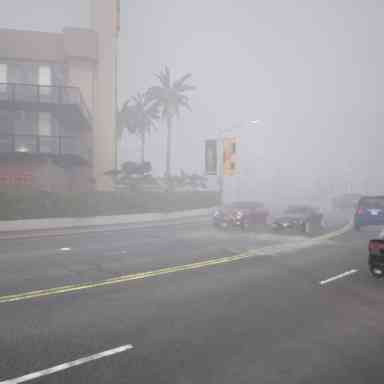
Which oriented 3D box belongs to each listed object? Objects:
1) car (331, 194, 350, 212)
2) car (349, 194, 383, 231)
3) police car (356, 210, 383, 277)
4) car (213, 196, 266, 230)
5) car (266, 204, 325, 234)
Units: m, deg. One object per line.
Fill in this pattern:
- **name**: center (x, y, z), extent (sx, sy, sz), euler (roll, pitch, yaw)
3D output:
- **car**: center (17.797, 1.203, 38.240), extent (2.150, 2.045, 5.566), euler (0, 0, 7)
- **car**: center (11.167, 1.216, 19.980), extent (2.150, 2.045, 5.566), euler (0, 0, 33)
- **police car**: center (6.647, 1.422, 9.356), extent (5.238, 1.638, 1.930), euler (0, 0, -45)
- **car**: center (3.240, 1.339, 21.274), extent (2.097, 1.767, 4.553), euler (0, 0, 37)
- **car**: center (6.368, 1.494, 19.570), extent (1.837, 1.490, 4.892), euler (1, 1, 36)
